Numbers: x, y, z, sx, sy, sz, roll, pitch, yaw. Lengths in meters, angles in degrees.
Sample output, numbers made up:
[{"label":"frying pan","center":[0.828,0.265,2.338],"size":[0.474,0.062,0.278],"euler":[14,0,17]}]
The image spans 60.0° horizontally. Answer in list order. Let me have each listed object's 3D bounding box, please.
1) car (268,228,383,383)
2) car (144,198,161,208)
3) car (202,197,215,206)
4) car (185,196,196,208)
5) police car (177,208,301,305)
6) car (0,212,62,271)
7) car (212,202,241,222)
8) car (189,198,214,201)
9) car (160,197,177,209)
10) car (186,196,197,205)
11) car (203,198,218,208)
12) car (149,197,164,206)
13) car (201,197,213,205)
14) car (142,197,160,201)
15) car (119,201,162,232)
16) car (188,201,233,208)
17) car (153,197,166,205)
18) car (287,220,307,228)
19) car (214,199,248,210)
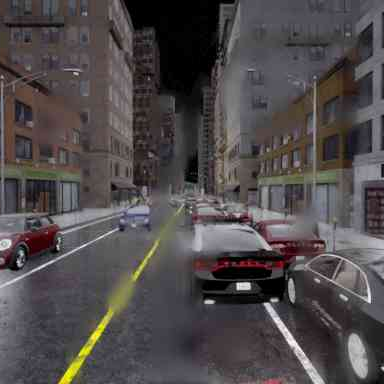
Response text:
[{"label":"car","center":[2.749,1.550,5.160],"size":[2.008,1.369,4.403],"euler":[-1,0,0]},{"label":"car","center":[-5.806,1.577,49.196],"size":[1.947,1.339,4.313],"euler":[-1,0,0]},{"label":"car","center":[2.715,1.559,54.707],"size":[1.887,1.381,4.507],"euler":[-1,0,0]},{"label":"car","center":[-0.005,1.501,47.031],"size":[2.128,1.511,4.902],"euler":[0,0,0]},{"label":"police car","center":[0.679,1.423,8.311],"size":[1.930,1.638,5.238],"euler":[0,0,-5]},{"label":"car","center":[-5.781,1.439,10.660],"size":[1.967,1.590,4.097],"euler":[-1,0,0]},{"label":"car","center":[2.734,1.546,27.181],"size":[1.887,1.381,4.507],"euler":[-1,0,0]},{"label":"car","center":[0.884,1.478,24.262],"size":[1.882,1.535,5.008],"euler":[0,0,0]},{"label":"car","center":[-3.031,1.573,45.727],"size":[1.994,1.385,4.181],"euler":[0,0,0]},{"label":"car","center":[-0.040,1.522,58.834],"size":[1.837,1.490,4.892],"euler":[0,0,0]},{"label":"car","center":[2.719,1.556,49.202],"size":[1.887,1.381,4.507],"euler":[-1,0,0]},{"label":"car","center":[-5.810,1.565,54.701],"size":[2.008,1.369,4.403],"euler":[-1,0,0]},{"label":"car","center":[2.711,1.563,60.213],"size":[1.887,1.381,4.507],"euler":[-1,0,0]},{"label":"car","center":[-5.804,1.448,43.691],"size":[1.967,1.590,4.097],"euler":[-1,0,0]},{"label":"car","center":[-3.114,1.525,20.094],"size":[1.812,1.442,4.674],"euler":[0,0,0]},{"label":"car","center":[0.888,1.477,18.262],"size":[1.882,1.535,5.008],"euler":[0,0,0]},{"label":"car","center":[-5.814,1.563,60.207],"size":[1.887,1.381,4.507],"euler":[-1,0,0]},{"label":"car","center":[2.745,1.544,10.666],"size":[1.887,1.381,4.507],"euler":[-1,0,0]},{"label":"car","center":[2.736,1.440,21.676],"size":[1.967,1.590,4.097],"euler":[-1,0,0]}]
